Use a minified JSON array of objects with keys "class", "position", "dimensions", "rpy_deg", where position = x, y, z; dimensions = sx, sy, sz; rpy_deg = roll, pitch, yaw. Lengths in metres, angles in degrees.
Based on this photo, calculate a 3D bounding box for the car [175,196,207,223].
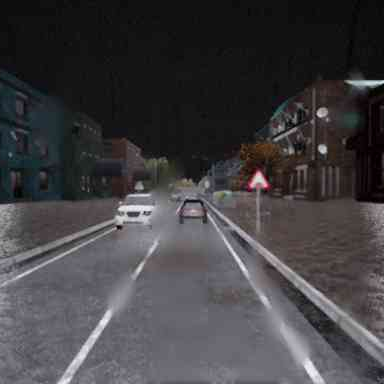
[{"class":"car","position":[0.082,1.303,24.312],"dimensions":[2.033,1.649,4.856],"rpy_deg":[0,1,0]}]

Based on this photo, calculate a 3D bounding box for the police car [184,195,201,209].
[{"class":"police car","position":[0.068,1.242,42.120],"dimensions":[2.038,1.542,4.974],"rpy_deg":[0,0,0]}]

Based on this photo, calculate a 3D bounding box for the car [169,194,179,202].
[{"class":"car","position":[-3.082,1.143,61.120],"dimensions":[1.812,1.442,4.674],"rpy_deg":[0,0,1]}]

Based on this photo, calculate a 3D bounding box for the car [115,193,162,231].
[{"class":"car","position":[-3.107,1.120,20.314],"dimensions":[2.150,2.045,5.566],"rpy_deg":[0,0,0]}]
